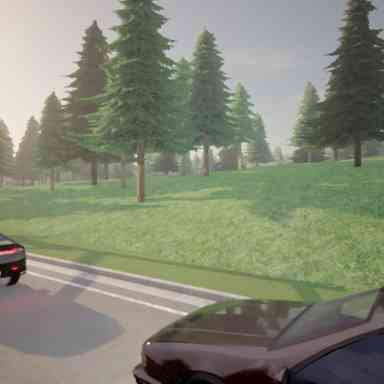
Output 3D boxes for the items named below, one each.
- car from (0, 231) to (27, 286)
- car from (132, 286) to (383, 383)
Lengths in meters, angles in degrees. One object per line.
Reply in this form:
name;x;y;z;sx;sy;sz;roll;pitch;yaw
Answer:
car;-5.979;1.486;8.148;4.902;1.511;2.128;0;0;36
car;2.011;1.548;2.558;5.357;1.411;2.033;0;0;35
